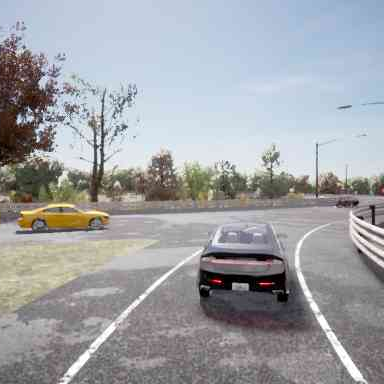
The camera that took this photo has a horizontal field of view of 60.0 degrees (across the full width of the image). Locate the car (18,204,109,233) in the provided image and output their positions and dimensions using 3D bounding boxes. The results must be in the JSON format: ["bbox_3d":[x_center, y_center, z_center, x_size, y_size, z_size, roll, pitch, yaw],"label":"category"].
[{"bbox_3d":[-7.485,1.476,19.749,5.008,1.535,1.882,0,0,-23],"label":"car"}]

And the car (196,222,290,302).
[{"bbox_3d":[1.348,1.491,8.356,2.128,1.511,4.902,0,0,11],"label":"car"}]

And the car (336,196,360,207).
[{"bbox_3d":[23.417,1.346,49.845,2.097,1.767,4.553,0,0,44],"label":"car"}]
